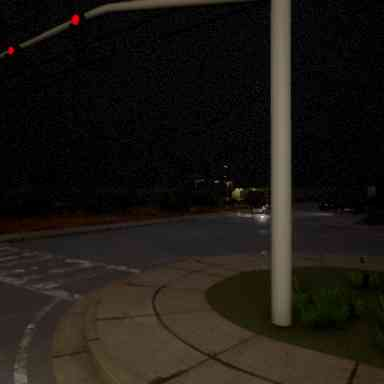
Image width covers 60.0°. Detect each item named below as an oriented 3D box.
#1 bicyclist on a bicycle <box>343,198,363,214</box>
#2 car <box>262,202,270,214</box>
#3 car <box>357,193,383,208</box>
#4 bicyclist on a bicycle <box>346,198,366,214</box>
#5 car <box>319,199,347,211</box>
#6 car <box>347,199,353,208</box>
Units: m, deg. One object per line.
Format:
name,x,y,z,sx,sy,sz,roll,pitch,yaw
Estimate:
bicyclist on a bicycle,15.758,1.417,32.818,1.656,1.620,0.582,-2,0,23
car,9.010,1.571,35.158,1.812,1.442,4.674,0,0,34
car,21.990,1.187,40.457,1.905,1.878,3.866,-6,-1,-8
bicyclist on a bicycle,16.319,1.408,33.096,1.656,1.620,0.582,-1,0,16
car,16.835,1.542,40.226,2.033,1.411,5.357,-1,-1,35
car,22.394,1.662,48.448,1.895,1.301,4.718,0,0,34
